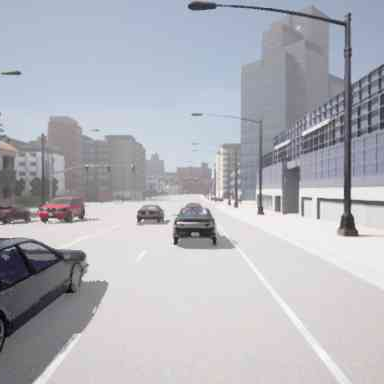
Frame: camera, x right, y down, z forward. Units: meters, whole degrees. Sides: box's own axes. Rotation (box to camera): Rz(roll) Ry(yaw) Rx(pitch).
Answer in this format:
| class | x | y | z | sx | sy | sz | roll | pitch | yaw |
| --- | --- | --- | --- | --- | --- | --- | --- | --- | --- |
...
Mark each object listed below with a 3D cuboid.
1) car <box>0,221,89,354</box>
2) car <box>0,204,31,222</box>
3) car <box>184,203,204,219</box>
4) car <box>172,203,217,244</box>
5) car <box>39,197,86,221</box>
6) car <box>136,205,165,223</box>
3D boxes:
| class | x | y | z | sx | sy | sz | roll | pitch | yaw |
| --- | --- | --- | --- | --- | --- | --- | --- | --- | --- |
| car | -3.391 | 1.488 | 5.507 | 2.033 | 1.411 | 5.357 | 0 | 0 | 0 |
| car | -14.053 | 1.664 | 25.437 | 1.812 | 1.442 | 4.674 | 0 | -1 | 0 |
| car | 0.155 | 1.828 | 32.847 | 1.837 | 1.490 | 4.892 | 0 | -1 | 0 |
| car | 0.125 | 1.453 | 15.363 | 2.128 | 1.511 | 4.902 | 0 | -1 | 0 |
| car | -10.549 | 1.415 | 27.603 | 2.150 | 2.045 | 5.566 | 0 | -2 | 0 |
| car | -3.354 | 1.737 | 27.489 | 2.033 | 1.411 | 5.357 | 0 | -2 | 0 |
